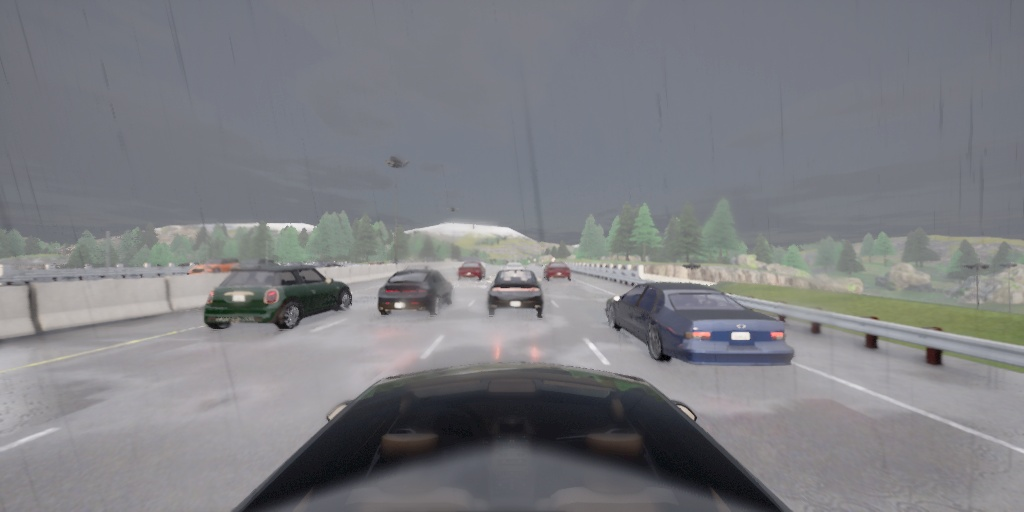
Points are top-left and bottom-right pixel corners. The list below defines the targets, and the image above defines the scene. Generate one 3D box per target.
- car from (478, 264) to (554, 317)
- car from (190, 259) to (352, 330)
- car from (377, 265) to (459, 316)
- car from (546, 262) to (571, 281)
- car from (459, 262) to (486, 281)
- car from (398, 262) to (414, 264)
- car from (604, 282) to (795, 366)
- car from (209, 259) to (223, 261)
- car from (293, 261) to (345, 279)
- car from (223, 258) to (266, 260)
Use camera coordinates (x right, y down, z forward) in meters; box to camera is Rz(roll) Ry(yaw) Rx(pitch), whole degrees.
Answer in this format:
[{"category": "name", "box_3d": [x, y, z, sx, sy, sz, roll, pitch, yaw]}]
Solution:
[{"category": "car", "box_3d": [0.129, 1.237, 13.247, 2.128, 1.511, 4.902, 0, 0, 0]}, {"category": "car", "box_3d": [-6.883, 1.089, 11.190, 2.097, 1.767, 4.553, 0, 0, 0]}, {"category": "car", "box_3d": [-3.371, 1.246, 13.255, 1.837, 1.490, 4.892, 0, 0, 0]}, {"category": "car", "box_3d": [3.695, 1.223, 30.088, 1.882, 1.535, 5.008, 0, 0, 0]}, {"category": "car", "box_3d": [-3.308, 1.213, 30.095, 1.882, 1.535, 5.008, 0, 0, 0]}, {"category": "car", "box_3d": [-6.823, 1.332, 26.779, 1.895, 1.301, 4.718, 0, 0, 0]}, {"category": "car", "box_3d": [3.601, 1.301, 8.136, 2.033, 1.411, 5.357, 0, 0, 0]}, {"category": "car", "box_3d": [-27.976, 1.049, 34.195, 2.097, 1.767, 4.553, 0, 0, 0]}, {"category": "car", "box_3d": [-17.488, 1.205, 32.769, 2.128, 1.511, 4.902, 0, 0, 0]}, {"category": "car", "box_3d": [-24.478, 1.053, 34.180, 2.097, 1.767, 4.553, 0, 0, 0]}]
